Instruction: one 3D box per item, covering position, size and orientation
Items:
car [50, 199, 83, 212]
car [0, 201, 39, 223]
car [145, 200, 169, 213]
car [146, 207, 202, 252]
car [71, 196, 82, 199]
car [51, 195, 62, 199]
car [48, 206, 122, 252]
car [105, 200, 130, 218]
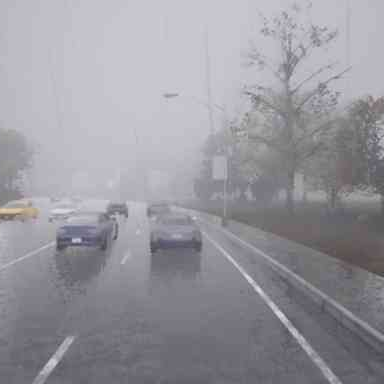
[{"bbox_3d":[-9.567,1.492,25.354,1.812,1.442,4.674,0,0,-11],"label":"car"},{"bbox_3d":[-13.080,1.446,25.122,1.882,1.535,5.008,0,0,-11],"label":"car"},{"bbox_3d":[-3.120,1.448,29.801,2.128,1.511,4.902,0,0,-11],"label":"car"},{"bbox_3d":[-0.723,1.543,13.826,1.994,1.385,4.181,0,0,-5],"label":"car"},{"bbox_3d":[-22.235,1.419,64.113,1.812,1.442,4.674,0,0,-26],"label":"car"},{"bbox_3d":[-26.070,1.389,63.921,2.128,1.511,4.902,0,0,-26],"label":"car"},{"bbox_3d":[-4.213,1.508,13.824,1.812,1.442,4.674,0,0,-5],"label":"car"},{"bbox_3d":[-6.660,1.463,29.680,1.837,1.490,4.892,0,0,-12],"label":"car"}]
